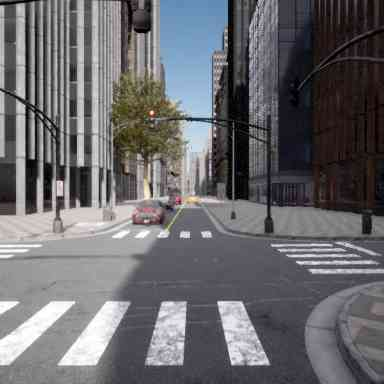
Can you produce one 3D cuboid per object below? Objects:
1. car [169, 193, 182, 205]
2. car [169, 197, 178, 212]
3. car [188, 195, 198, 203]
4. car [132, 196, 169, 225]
[{"bbox_3d":[-2.966,1.207,59.623,2.150,2.045,5.566,0,0,0],"label":"car"},{"bbox_3d":[-3.074,1.601,39.247,1.895,1.301,4.718,0,0,0],"label":"car"},{"bbox_3d":[0.143,1.353,69.232,2.097,1.767,4.553,0,0,-1],"label":"car"},{"bbox_3d":[-3.051,1.354,24.254,2.097,1.767,4.553,0,0,-1],"label":"car"}]
